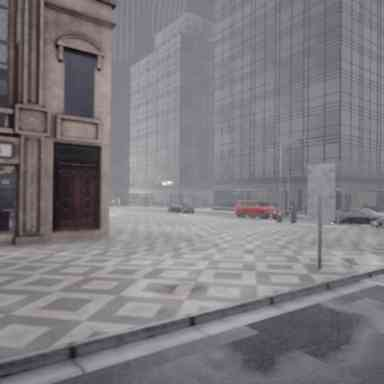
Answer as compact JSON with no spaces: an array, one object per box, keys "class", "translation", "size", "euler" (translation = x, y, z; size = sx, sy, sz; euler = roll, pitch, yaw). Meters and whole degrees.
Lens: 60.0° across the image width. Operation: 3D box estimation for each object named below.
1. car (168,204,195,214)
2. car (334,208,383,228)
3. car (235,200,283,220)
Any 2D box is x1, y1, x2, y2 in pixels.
[{"class":"car","translation":[-1.532,2.394,47.473],"size":[1.882,1.535,5.008],"euler":[1,-2,-35]},{"class":"car","translation":[13.496,2.019,26.631],"size":[2.128,1.511,4.902],"euler":[1,-1,-36]},{"class":"car","translation":[7.055,1.915,35.545],"size":[2.150,2.045,5.566],"euler":[1,-1,-37]}]
